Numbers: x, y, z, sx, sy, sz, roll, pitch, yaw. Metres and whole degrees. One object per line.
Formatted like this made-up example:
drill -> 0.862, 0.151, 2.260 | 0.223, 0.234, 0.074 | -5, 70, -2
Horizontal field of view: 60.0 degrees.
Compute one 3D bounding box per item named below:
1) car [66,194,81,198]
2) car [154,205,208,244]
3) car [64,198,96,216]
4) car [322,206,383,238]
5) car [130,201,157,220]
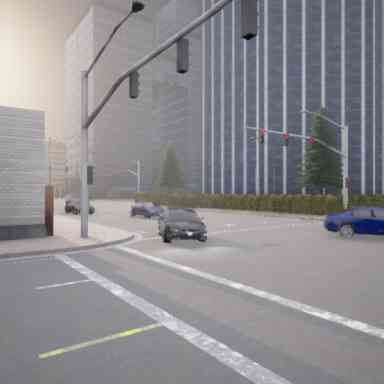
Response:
car -> -16.200, 1.262, 46.717 | 2.150, 2.045, 5.566 | 0, 0, -36
car -> -0.549, 1.546, 16.247 | 1.837, 1.490, 4.892 | 2, -1, -12
car -> -11.681, 1.603, 34.301 | 2.033, 1.411, 5.357 | 0, 0, -36
car -> 9.300, 1.508, 16.845 | 5.008, 1.535, 1.882 | 0, 1, 18
car -> -3.920, 1.581, 29.527 | 1.812, 1.442, 4.674 | 0, 0, -36
